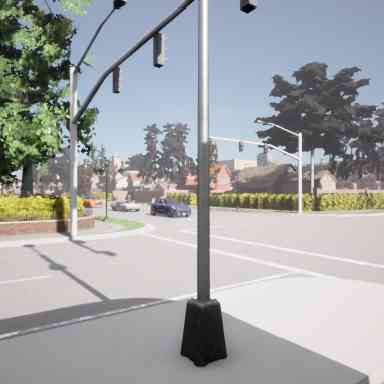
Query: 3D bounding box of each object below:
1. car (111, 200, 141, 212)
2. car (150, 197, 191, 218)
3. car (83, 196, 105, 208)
[{"bbox_3d":[-7.745,1.601,38.770,1.895,1.301,4.718,0,0,-36],"label":"car"},{"bbox_3d":[-2.005,1.352,30.831,2.097,1.767,4.553,0,0,-36],"label":"car"},{"bbox_3d":[-14.179,1.352,47.672,2.097,1.767,4.553,0,0,-36],"label":"car"}]
